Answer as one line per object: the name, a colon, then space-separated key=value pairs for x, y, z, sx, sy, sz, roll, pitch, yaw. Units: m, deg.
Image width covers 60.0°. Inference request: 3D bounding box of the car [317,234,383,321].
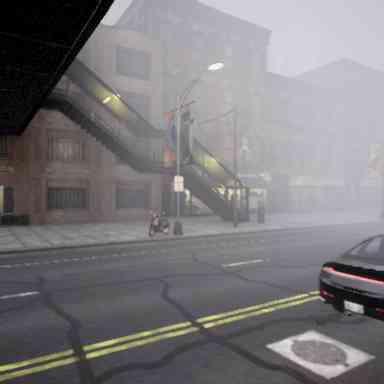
car: x=4.499 y=1.539 z=6.333 sx=4.902 sy=1.511 sz=2.128 roll=0 pitch=0 yaw=-32
